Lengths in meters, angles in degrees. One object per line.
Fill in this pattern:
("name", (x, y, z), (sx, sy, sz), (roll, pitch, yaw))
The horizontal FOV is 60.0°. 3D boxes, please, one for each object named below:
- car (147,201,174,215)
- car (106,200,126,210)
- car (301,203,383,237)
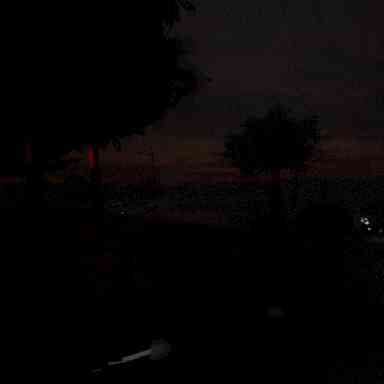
("car", (-3.880, 1.876, 39.883), (1.812, 1.442, 4.674), (-3, 1, -30))
("car", (-13.411, 2.167, 57.041), (1.882, 1.535, 5.008), (-3, 0, -28))
("car", (8.746, 1.494, 19.503), (2.097, 1.767, 4.553), (-3, 1, -33))
